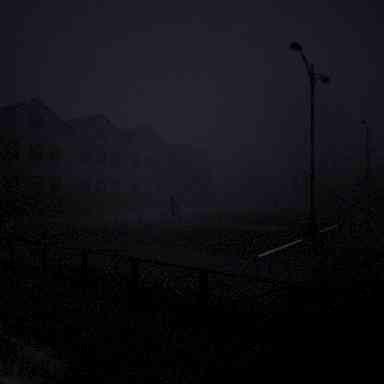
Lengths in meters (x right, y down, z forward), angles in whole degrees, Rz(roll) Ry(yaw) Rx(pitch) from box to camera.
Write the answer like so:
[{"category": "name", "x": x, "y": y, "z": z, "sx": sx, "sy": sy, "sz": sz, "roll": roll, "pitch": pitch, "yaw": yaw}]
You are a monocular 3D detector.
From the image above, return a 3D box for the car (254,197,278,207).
[{"category": "car", "x": 10.458, "y": 1.356, "z": 46.673, "sx": 2.033, "sy": 1.411, "sz": 5.357, "roll": 0, "pitch": 0, "yaw": 32}]

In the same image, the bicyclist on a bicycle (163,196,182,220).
[{"category": "bicyclist on a bicycle", "x": -1.377, "y": 1.109, "z": 23.046, "sx": 1.656, "sy": 1.620, "sz": 0.582, "roll": 0, "pitch": 0, "yaw": 35}]

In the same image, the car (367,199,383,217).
[{"category": "car", "x": 15.445, "y": 1.298, "z": 26.799, "sx": 2.007, "sy": 1.523, "sz": 4.514, "roll": 0, "pitch": 0, "yaw": 35}]
